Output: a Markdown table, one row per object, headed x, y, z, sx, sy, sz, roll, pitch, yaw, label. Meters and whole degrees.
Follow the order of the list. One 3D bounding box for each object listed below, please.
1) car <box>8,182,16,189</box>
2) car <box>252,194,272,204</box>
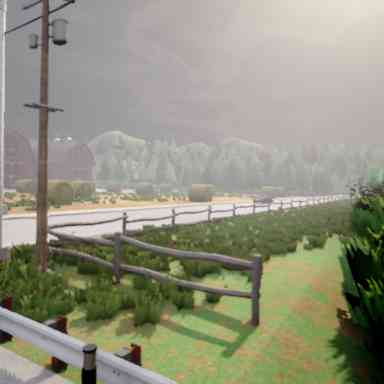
| x | y | z | sx | sy | sz | roll | pitch | yaw | label |
| --- | --- | --- | --- | --- | --- | --- | --- | --- | --- |
| -43.789 | -1.554 | 82.075 | 1.905 | 1.878 | 3.866 | 7 | 2 | -13 | car |
| 10.868 | 1.070 | 51.249 | 2.128 | 1.511 | 4.902 | 3 | 1 | 33 | car |
